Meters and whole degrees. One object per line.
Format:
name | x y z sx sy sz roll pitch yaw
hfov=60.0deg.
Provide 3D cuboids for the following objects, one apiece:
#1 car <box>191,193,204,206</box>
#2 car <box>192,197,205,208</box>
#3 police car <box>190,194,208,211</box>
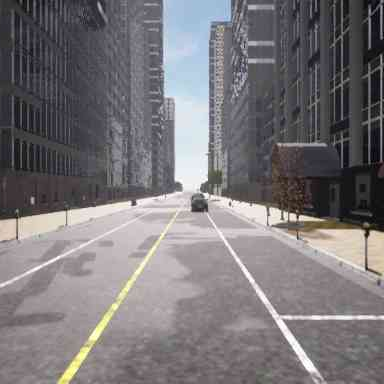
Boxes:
car | 0.898 1.261 55.515 2.150 2.045 5.566 0 0 0
car | 0.900 1.489 49.486 1.812 1.442 4.674 0 0 0
police car | 0.900 1.394 39.595 1.930 1.638 5.238 0 0 0
